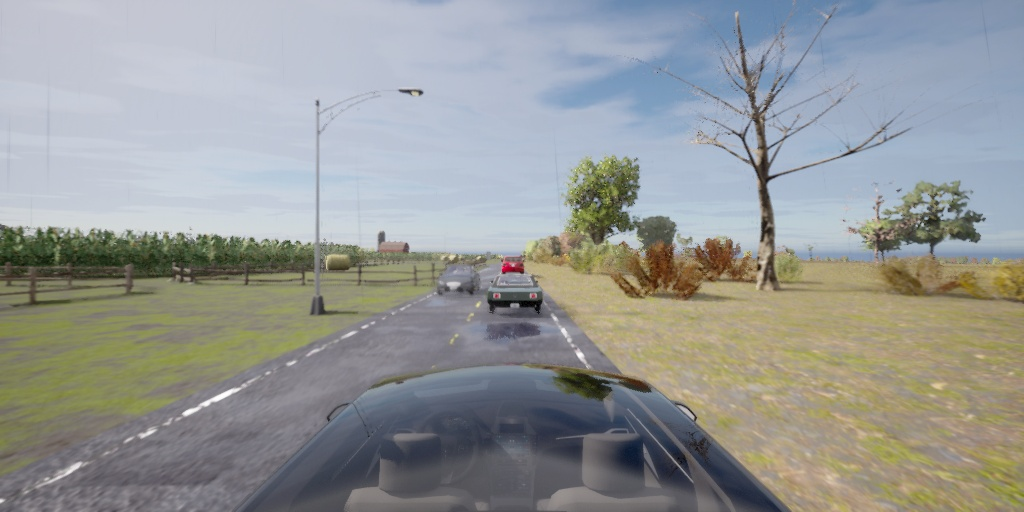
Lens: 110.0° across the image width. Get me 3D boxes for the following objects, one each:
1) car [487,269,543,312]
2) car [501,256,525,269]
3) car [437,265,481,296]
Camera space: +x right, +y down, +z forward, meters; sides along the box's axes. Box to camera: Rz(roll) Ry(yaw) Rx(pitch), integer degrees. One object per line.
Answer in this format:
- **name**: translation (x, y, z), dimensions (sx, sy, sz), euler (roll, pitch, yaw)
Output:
- **car**: translation (0.104, 1.349, 14.092), dimensions (1.895, 1.301, 4.718), euler (0, 0, 0)
- **car**: translation (0.107, 0.984, 36.163), dimensions (2.150, 2.045, 5.566), euler (0, 0, 0)
- **car**: translation (-2.747, 1.241, 19.301), dimensions (2.128, 1.511, 4.902), euler (0, 0, 0)
